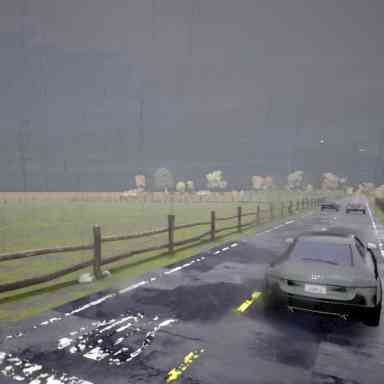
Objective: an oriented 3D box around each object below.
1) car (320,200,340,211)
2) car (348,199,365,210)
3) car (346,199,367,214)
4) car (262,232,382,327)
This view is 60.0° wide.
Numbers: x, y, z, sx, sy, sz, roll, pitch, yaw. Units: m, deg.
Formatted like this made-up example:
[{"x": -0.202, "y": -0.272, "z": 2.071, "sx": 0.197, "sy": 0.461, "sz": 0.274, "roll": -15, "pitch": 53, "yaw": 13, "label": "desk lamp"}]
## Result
[{"x": 16.564, "y": 1.585, "z": 39.790, "sx": 1.895, "sy": 1.301, "sz": 4.718, "roll": 0, "pitch": 0, "yaw": 27, "label": "car"}, {"x": 21.909, "y": 1.587, "z": 44.175, "sx": 1.895, "sy": 1.301, "sz": 4.718, "roll": 0, "pitch": 0, "yaw": 27, "label": "car"}, {"x": 17.433, "y": 1.535, "z": 35.337, "sx": 2.033, "sy": 1.411, "sz": 5.357, "roll": 0, "pitch": 0, "yaw": 27, "label": "car"}, {"x": 2.944, "y": 1.561, "z": 7.248, "sx": 1.994, "sy": 1.385, "sz": 4.181, "roll": 0, "pitch": 0, "yaw": 27, "label": "car"}]
